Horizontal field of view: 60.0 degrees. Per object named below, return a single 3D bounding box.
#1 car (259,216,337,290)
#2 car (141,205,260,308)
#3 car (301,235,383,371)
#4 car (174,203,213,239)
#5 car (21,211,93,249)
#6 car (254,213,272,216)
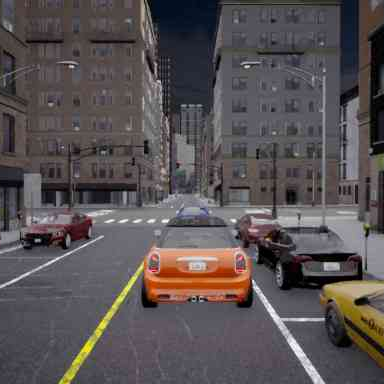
[{"bbox_3d":[2.866,1.564,8.900,1.947,1.339,4.313,-1,0,0],"label":"car"},{"bbox_3d":[0.097,1.350,8.097,2.097,1.767,4.553,0,0,0],"label":"car"},{"bbox_3d":[2.866,1.524,3.484,1.752,1.417,4.829,-1,0,0],"label":"car"},{"bbox_3d":[0.099,1.473,18.385,1.882,1.535,5.008,0,0,1],"label":"car"},{"bbox_3d":[-5.679,1.541,14.483,1.887,1.381,4.507,-1,0,0],"label":"car"},{"bbox_3d":[2.866,1.578,14.486,1.802,1.307,4.206,-1,0,0],"label":"car"}]
